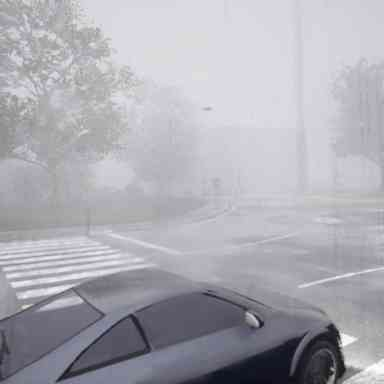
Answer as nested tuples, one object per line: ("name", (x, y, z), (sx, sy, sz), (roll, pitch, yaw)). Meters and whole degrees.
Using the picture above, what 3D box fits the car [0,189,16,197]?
("car", (-42.633, 0.205, 74.936), (2.097, 1.535, 5.008), (0, 2, 19))

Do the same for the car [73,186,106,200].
("car", (-16.770, 0.052, 54.958), (2.435, 2.045, 5.566), (-2, 1, 16))

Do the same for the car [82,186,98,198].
("car", (-14.382, 0.016, 53.137), (2.435, 2.045, 5.566), (-1, 1, 16))

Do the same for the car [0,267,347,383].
("car", (-0.241, 1.562, 3.553), (4.181, 1.385, 1.994), (0, 0, -35))

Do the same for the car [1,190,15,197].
("car", (-38.019, 0.163, 71.184), (2.185, 1.767, 4.553), (0, 2, 18))

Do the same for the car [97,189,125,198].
("car", (-11.966, 0.230, 51.422), (2.231, 1.521, 4.892), (-1, 1, 16))
